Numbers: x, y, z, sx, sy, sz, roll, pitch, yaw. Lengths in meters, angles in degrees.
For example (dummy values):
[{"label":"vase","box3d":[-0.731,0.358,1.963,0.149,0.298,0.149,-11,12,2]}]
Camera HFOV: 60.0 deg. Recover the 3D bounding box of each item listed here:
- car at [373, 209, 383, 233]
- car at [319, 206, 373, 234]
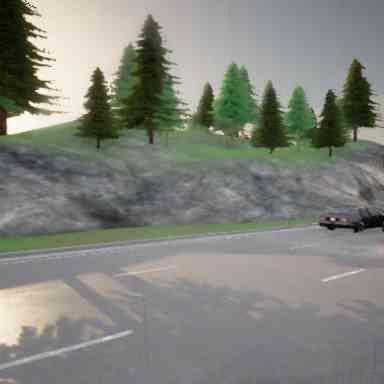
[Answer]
[{"label":"car","box3d":[10.799,1.484,15.748,4.674,1.442,1.812,0,0,-35]},{"label":"car","box3d":[9.522,1.504,19.132,5.357,1.411,2.033,0,0,-36]}]
